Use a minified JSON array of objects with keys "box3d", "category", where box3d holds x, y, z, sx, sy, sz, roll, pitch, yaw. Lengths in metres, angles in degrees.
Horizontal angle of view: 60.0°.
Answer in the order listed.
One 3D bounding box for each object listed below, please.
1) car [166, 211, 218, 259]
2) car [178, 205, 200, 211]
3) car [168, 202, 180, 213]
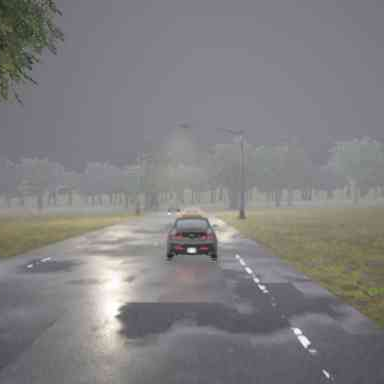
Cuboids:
[{"box3d":[0.011,1.738,13.538,1.837,1.490,4.892,0,-1,0],"category":"car"},{"box3d":[0.001,2.161,29.331,1.882,1.535,5.008,0,-1,0],"category":"car"},{"box3d":[-3.574,3.013,65.685,2.150,2.045,5.566,0,-2,0],"category":"car"}]
